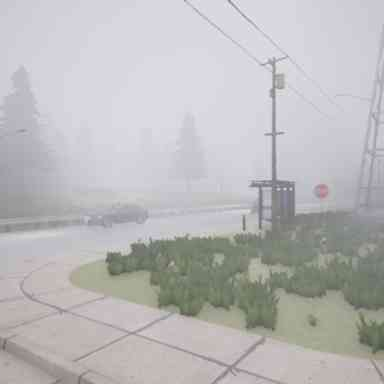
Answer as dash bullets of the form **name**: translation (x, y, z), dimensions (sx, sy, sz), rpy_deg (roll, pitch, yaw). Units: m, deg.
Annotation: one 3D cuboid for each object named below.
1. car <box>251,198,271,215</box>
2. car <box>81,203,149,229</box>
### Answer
- **car**: translation (7.770, 1.365, 33.765), dimensions (2.097, 1.767, 4.553), rpy_deg (0, 0, 35)
- **car**: translation (-4.964, 1.509, 22.052), dimensions (2.128, 1.511, 4.902), rpy_deg (0, 0, 35)
